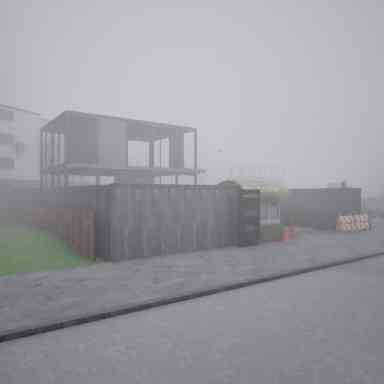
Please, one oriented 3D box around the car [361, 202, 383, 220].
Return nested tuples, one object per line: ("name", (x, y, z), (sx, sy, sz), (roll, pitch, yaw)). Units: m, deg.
("car", (14.209, 1.564, 28.047), (1.994, 1.385, 4.181), (0, 0, -35))
